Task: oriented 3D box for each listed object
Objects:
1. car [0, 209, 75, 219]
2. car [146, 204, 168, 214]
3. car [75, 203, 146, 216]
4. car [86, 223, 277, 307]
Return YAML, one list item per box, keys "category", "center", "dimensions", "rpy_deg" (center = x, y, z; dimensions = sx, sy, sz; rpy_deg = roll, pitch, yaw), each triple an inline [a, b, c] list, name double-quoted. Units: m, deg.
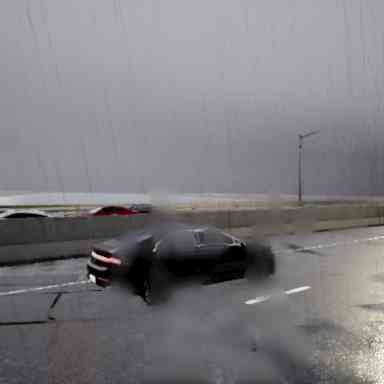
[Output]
- category: "car"
  center: [-8.166, 1.537, 15.356]
  dimensions: [4.674, 1.442, 1.812]
  rpy_deg: [0, 0, -35]
- category: "car"
  center: [-4.417, 1.617, 26.596]
  dimensions: [5.357, 1.411, 2.033]
  rpy_deg: [0, 0, -35]
- category: "car"
  center: [-5.640, 1.571, 21.442]
  dimensions: [4.674, 1.442, 1.812]
  rpy_deg: [0, 0, -35]
- category: "car"
  center: [-0.003, 1.519, 8.031]
  dimensions: [4.902, 1.511, 2.128]
  rpy_deg: [0, 0, -35]
